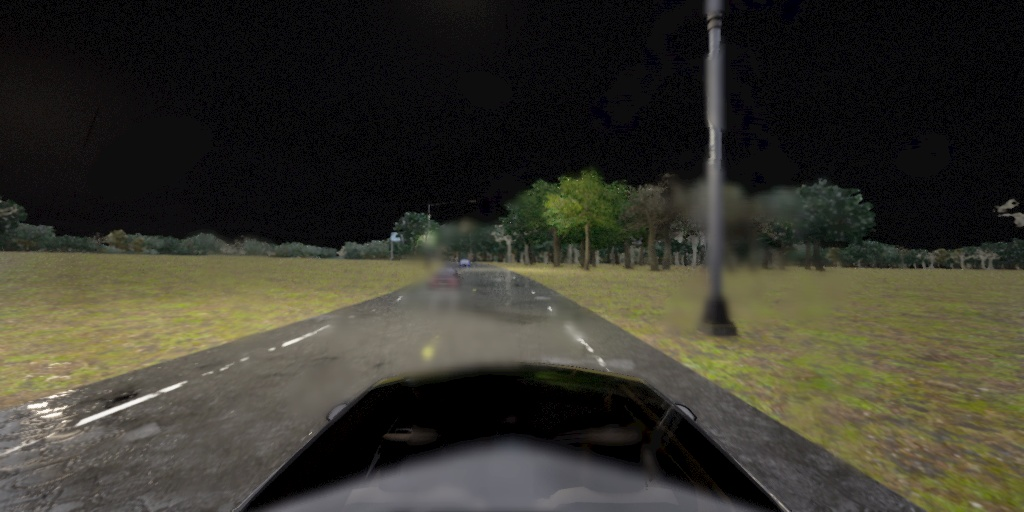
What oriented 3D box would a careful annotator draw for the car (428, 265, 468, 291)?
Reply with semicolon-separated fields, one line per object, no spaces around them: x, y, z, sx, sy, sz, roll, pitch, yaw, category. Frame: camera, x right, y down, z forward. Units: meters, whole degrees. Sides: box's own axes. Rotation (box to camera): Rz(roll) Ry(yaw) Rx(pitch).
-4.252;1.511;23.635;1.994;1.385;4.181;0;0;-3;car

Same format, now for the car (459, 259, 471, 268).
-8.504;1.340;64.768;1.882;1.535;5.008;0;0;-8;car
